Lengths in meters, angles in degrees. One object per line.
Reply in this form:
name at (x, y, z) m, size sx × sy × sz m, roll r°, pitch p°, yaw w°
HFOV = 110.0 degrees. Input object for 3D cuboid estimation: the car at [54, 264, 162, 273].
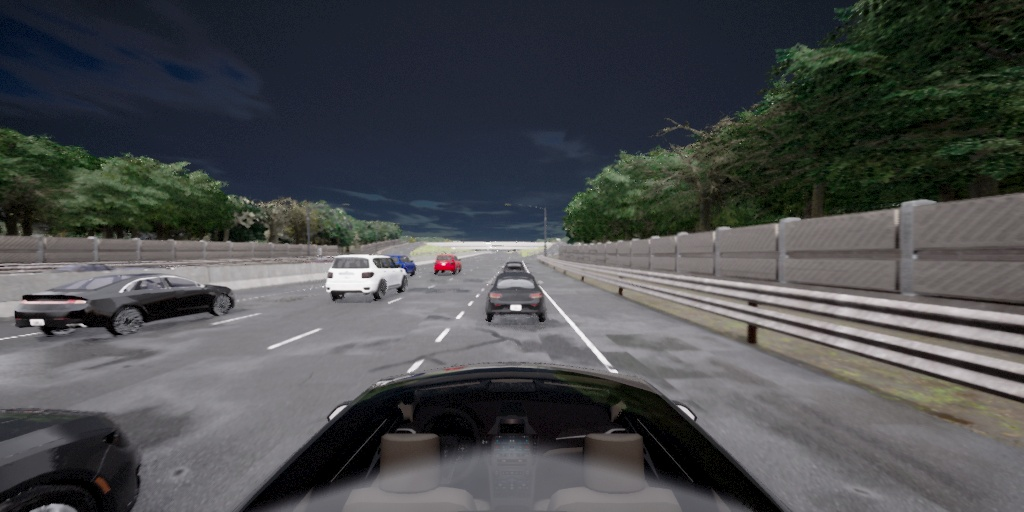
car at (-21.066, 1.292, 20.074) m, size 2.033 × 1.411 × 5.357 m, roll 0°, pitch 0°, yaw 0°

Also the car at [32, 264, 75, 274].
car at (-31.534, 1.284, 26.349) m, size 2.033 × 1.411 × 5.357 m, roll 0°, pitch 0°, yaw 0°

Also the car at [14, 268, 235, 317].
car at (-10.391, 1.239, 10.276) m, size 2.128 × 1.511 × 4.902 m, roll 0°, pitch 0°, yaw 0°

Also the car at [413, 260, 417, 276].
car at (-10.304, 0.934, 32.327) m, size 2.150 × 2.045 × 5.566 m, roll 0°, pitch 0°, yaw 0°

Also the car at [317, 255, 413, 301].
car at (-6.873, 0.968, 17.597) m, size 2.150 × 2.045 × 5.566 m, roll 0°, pitch 0°, yaw 0°

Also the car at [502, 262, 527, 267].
car at (0.187, 1.228, 30.646) m, size 1.837 × 1.490 × 4.892 m, roll 0°, pitch 0°, yaw 0°

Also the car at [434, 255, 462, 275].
car at (-6.763, 0.884, 38.183) m, size 2.150 × 2.045 × 5.566 m, roll 0°, pitch 1°, yaw 0°

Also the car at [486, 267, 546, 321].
car at (0.113, 1.274, 12.327) m, size 1.812 × 1.442 × 4.674 m, roll 0°, pitch 0°, yaw 0°

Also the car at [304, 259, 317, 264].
car at (-27.803, 1.058, 51.712) m, size 1.895 × 1.301 × 4.718 m, roll 0°, pitch 1°, yaw 1°

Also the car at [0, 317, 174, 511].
car at (-3.499, 1.255, 0.437) m, size 1.837 × 1.490 × 4.892 m, roll 0°, pitch 0°, yaw 0°
